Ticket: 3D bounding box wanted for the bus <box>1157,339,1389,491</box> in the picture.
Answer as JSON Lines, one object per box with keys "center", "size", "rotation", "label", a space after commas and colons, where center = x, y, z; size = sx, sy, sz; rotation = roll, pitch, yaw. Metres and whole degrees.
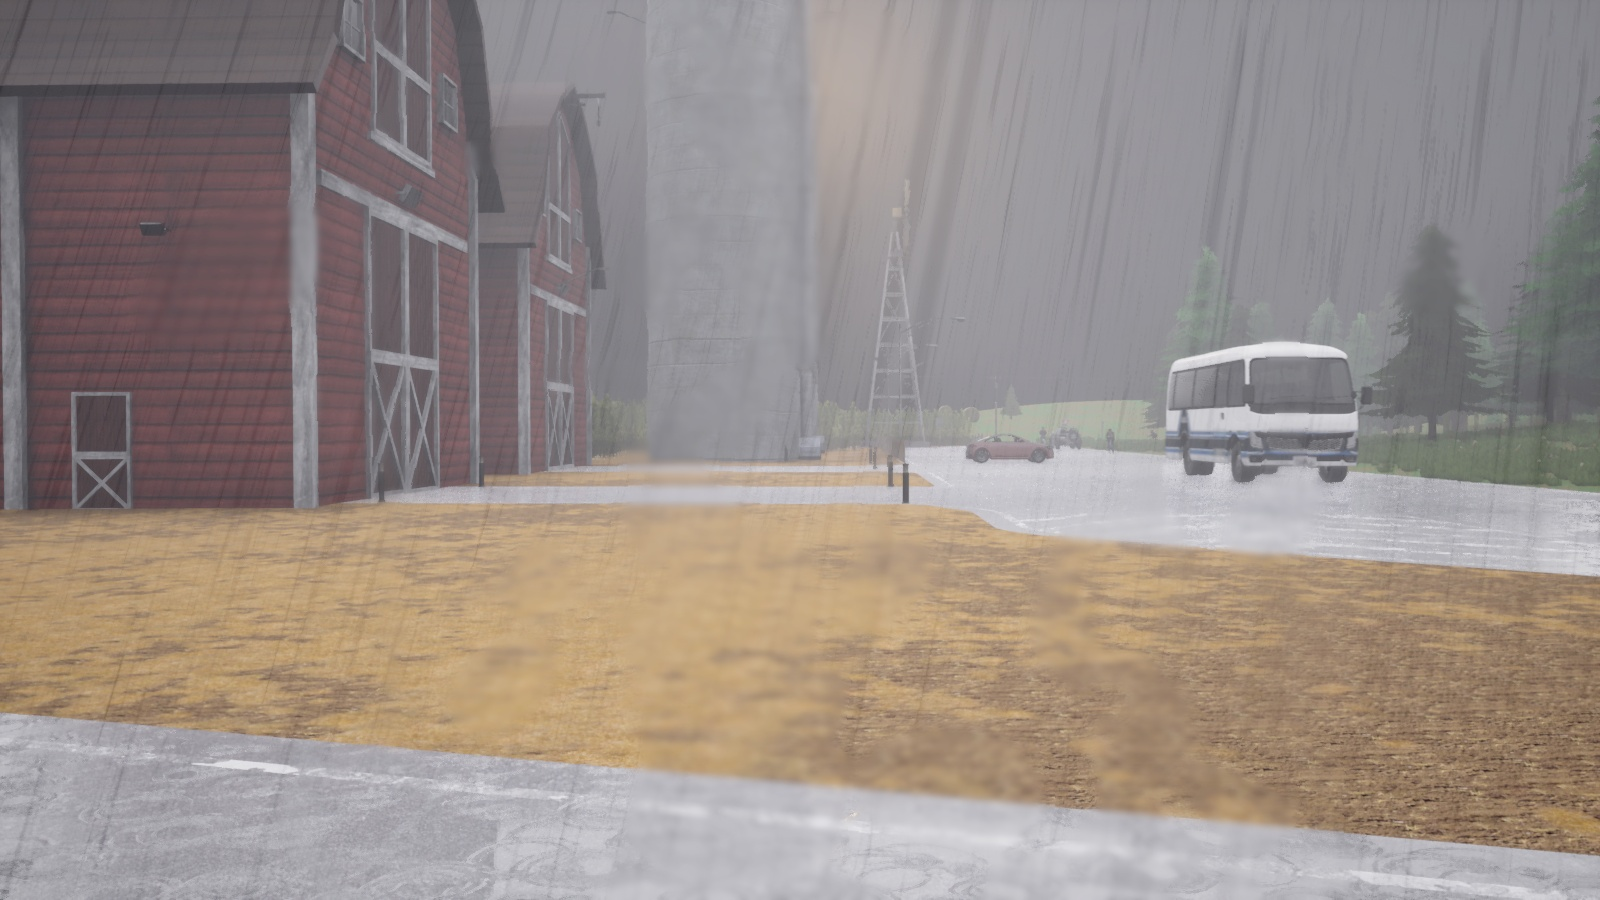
{"center": [14.757, -1.080, 40.480], "size": [3.944, 4.253, 10.273], "rotation": [0, 1, 2], "label": "bus"}
